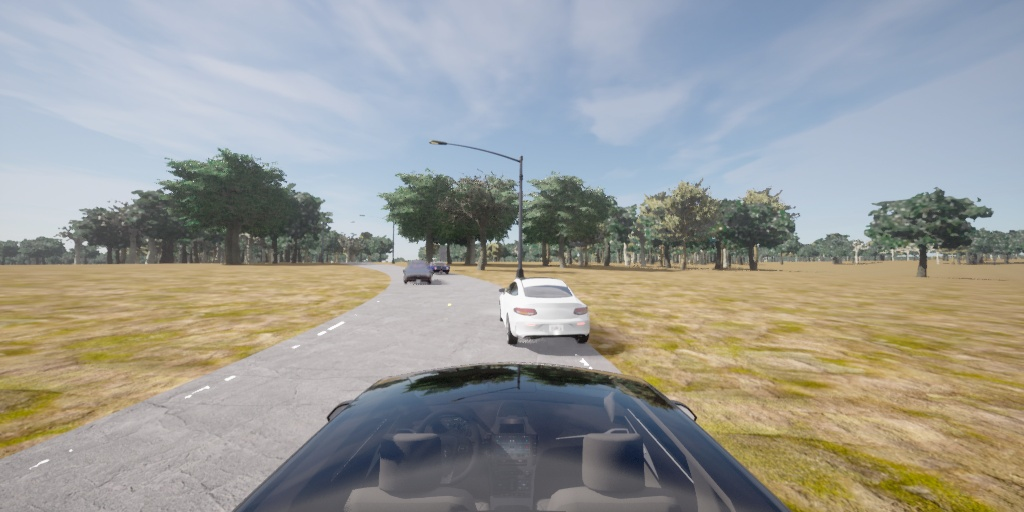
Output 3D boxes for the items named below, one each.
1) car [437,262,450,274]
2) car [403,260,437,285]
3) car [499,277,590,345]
[{"bbox_3d":[-7.970,1.242,37.919,1.895,1.301,4.718,1,0,-24],"label":"car"},{"bbox_3d":[-6.777,1.229,25.687,2.033,1.411,5.357,1,0,-16],"label":"car"},{"bbox_3d":[0.670,1.275,9.468,1.812,1.442,4.674,0,0,-5],"label":"car"}]
